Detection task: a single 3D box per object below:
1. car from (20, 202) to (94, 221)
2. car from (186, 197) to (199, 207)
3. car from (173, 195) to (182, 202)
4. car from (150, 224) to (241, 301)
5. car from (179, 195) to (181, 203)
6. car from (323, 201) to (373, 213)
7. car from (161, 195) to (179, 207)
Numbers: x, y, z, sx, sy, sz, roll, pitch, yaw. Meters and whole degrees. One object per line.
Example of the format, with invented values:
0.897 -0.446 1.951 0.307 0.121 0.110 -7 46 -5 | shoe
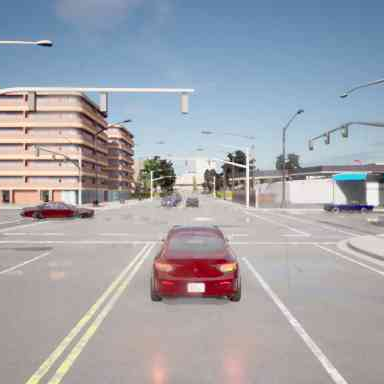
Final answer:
-10.594 1.497 26.417 5.357 1.411 2.033 0 0 -8 | car
0.061 1.491 52.459 2.128 1.511 4.902 0 0 0 | car
-3.504 1.525 82.282 2.128 1.511 4.902 0 0 0 | car
0.082 1.526 8.195 1.812 1.442 4.674 0 0 0 | car
-3.567 1.601 61.639 1.895 1.301 4.718 0 0 0 | car
16.534 1.601 35.493 4.718 1.301 1.895 0 0 1 | car
-3.585 1.352 51.677 2.097 1.767 4.553 0 0 0 | car
